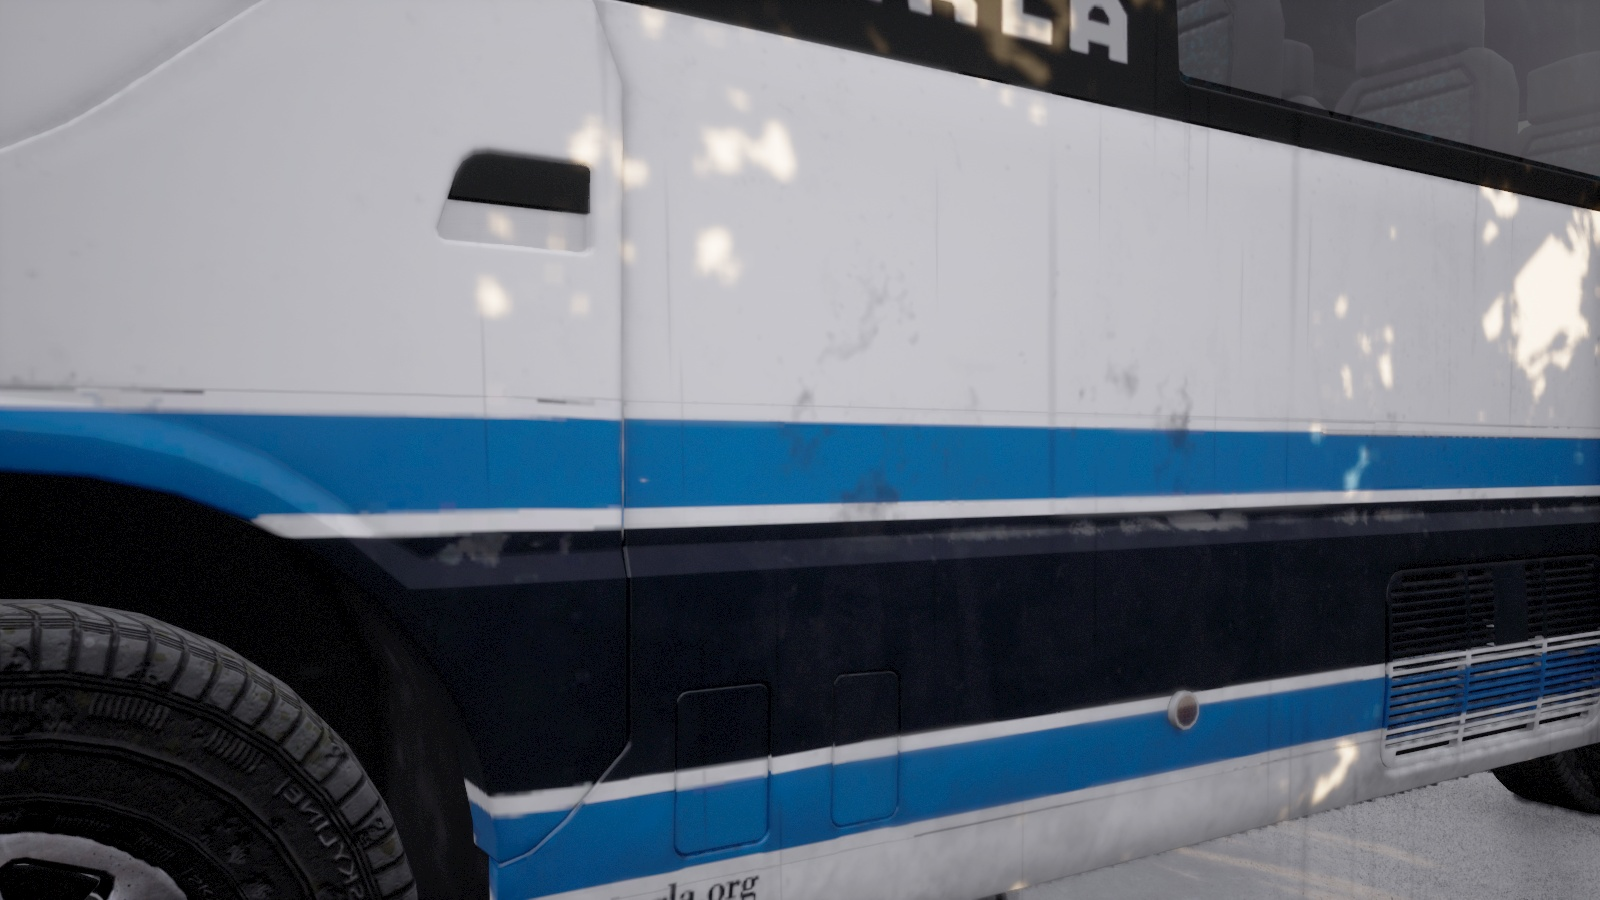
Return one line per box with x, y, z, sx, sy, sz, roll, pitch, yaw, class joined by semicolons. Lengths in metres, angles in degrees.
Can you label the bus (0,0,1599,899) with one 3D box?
0.587;-0.621;4.639;10.273;4.253;3.944;0;0;-33;bus
